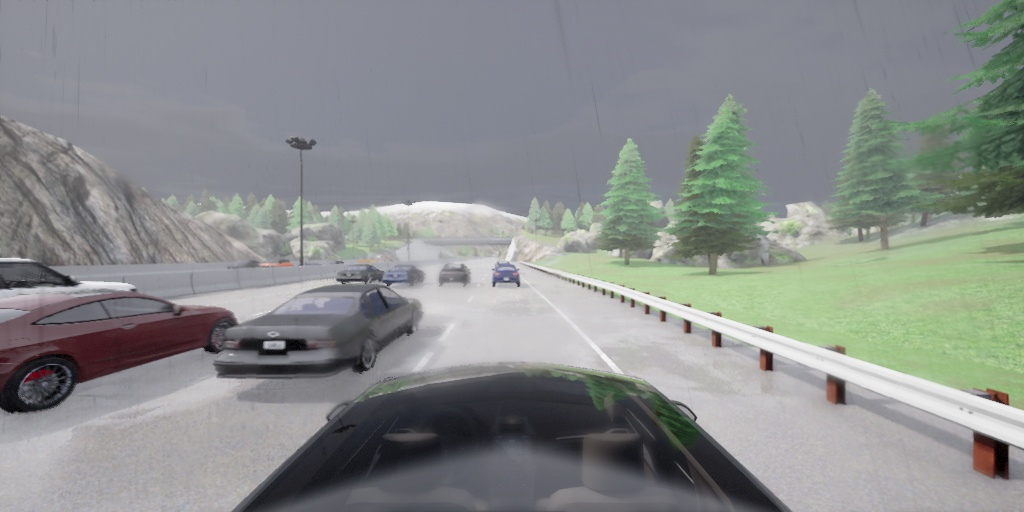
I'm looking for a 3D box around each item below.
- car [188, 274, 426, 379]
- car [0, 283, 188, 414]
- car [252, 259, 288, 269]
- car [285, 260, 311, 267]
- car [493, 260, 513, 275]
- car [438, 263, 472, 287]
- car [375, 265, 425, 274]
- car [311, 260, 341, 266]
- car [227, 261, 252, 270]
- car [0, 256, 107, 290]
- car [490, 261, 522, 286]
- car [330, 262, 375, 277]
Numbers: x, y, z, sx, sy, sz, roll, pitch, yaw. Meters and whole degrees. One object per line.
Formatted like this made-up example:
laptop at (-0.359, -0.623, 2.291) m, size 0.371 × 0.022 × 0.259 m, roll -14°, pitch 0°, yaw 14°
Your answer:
car at (-3.369, 1.304, 7.561) m, size 2.033 × 1.411 × 5.357 m, roll 0°, pitch 0°, yaw 0°
car at (-6.907, 1.282, 5.914) m, size 1.812 × 1.442 × 4.674 m, roll 0°, pitch 0°, yaw 0°
car at (-29.337, 1.148, 44.442) m, size 2.097 × 1.767 × 4.553 m, roll 0°, pitch 0°, yaw -2°
car at (-25.854, 1.397, 45.075) m, size 1.895 × 1.301 × 4.718 m, roll 0°, pitch 0°, yaw -2°
car at (-1.030, 1.272, 41.195) m, size 2.128 × 1.511 × 4.902 m, roll 0°, pitch 0°, yaw -2°
car at (-3.920, 1.262, 25.097) m, size 2.128 × 1.511 × 4.902 m, roll 0°, pitch 0°, yaw -2°
car at (-7.411, 1.319, 24.980) m, size 2.033 × 1.411 × 5.357 m, roll 0°, pitch 0°, yaw -2°
car at (-22.333, 1.301, 44.426) m, size 1.837 × 1.490 × 4.892 m, roll 0°, pitch -1°, yaw -2°
car at (-32.837, 1.306, 44.390) m, size 1.837 × 1.490 × 4.892 m, roll 0°, pitch -1°, yaw -2°
car at (-10.393, 0.982, 6.729) m, size 2.150 × 2.045 × 5.566 m, roll 0°, pitch 0°, yaw 0°
car at (-0.422, 1.294, 25.085) m, size 1.812 × 1.442 × 4.674 m, roll 0°, pitch 0°, yaw -2°
car at (-10.965, 1.322, 26.335) m, size 2.033 × 1.411 × 5.357 m, roll 0°, pitch 0°, yaw -2°
